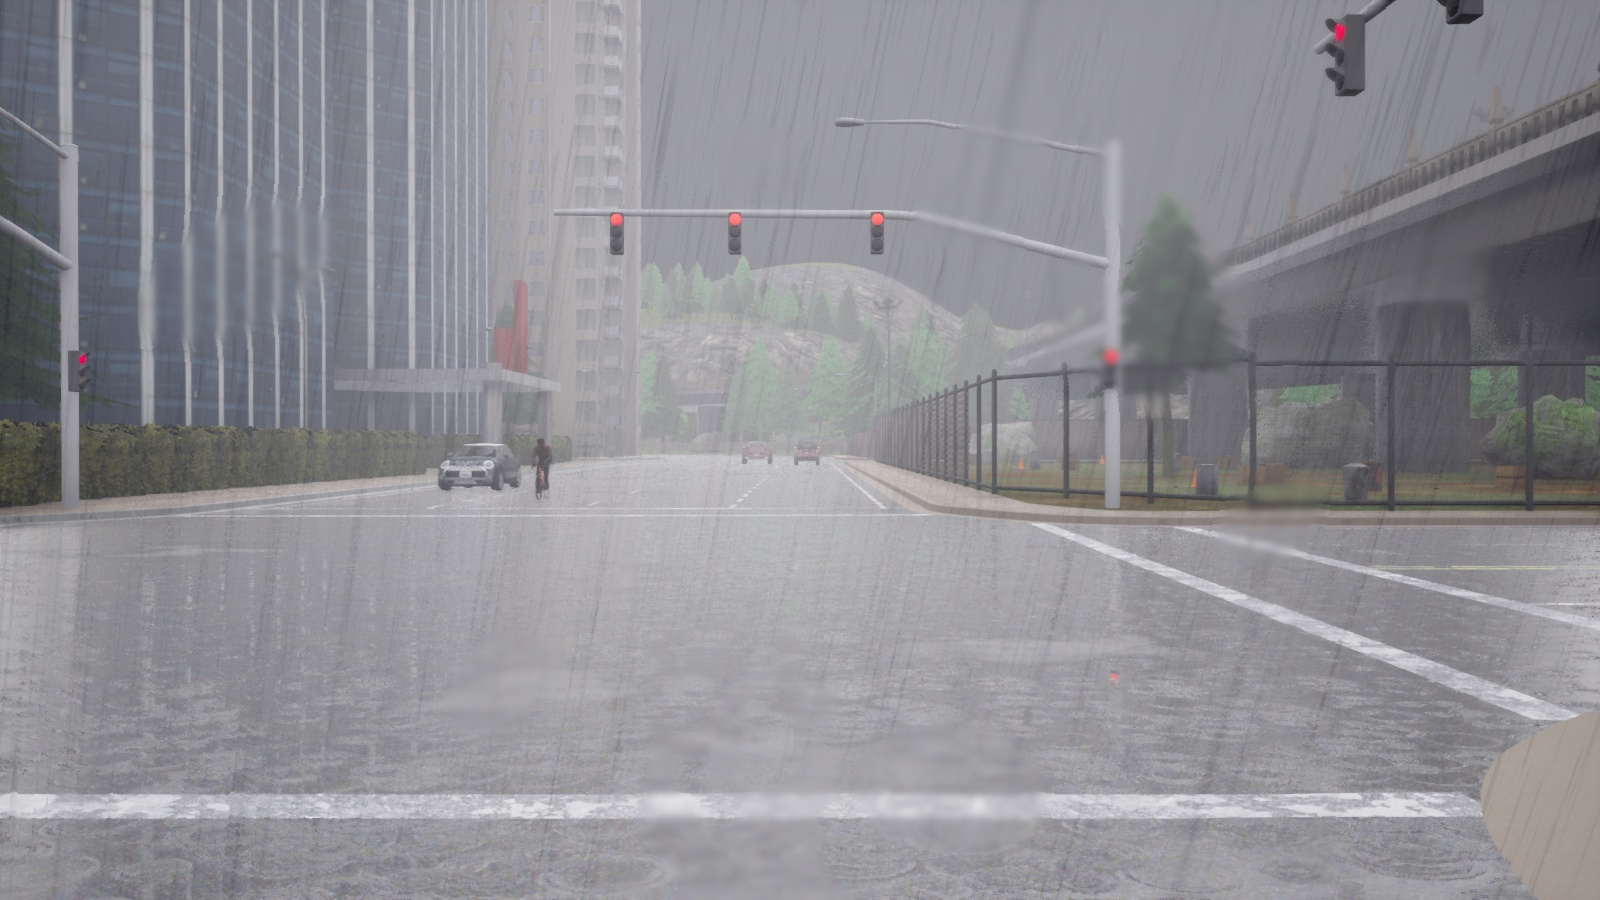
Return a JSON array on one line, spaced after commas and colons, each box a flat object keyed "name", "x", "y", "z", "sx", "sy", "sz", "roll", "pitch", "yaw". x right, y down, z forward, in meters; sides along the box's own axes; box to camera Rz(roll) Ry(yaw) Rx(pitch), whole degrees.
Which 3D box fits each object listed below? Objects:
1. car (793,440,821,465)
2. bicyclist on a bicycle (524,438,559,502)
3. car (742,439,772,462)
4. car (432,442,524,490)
[{"name": "car", "x": 0.474, "y": 0.158, "z": 86.290, "sx": 1.851, "sy": 1.617, "sz": 3.988, "roll": 0, "pitch": 0, "yaw": 0}, {"name": "bicyclist on a bicycle", "x": -6.813, "y": 0.507, "z": 33.137, "sx": 0.582, "sy": 1.620, "sz": 1.656, "roll": 0, "pitch": 1, "yaw": 0}, {"name": "car", "x": -3.075, "y": 0.011, "z": 90.635, "sx": 2.152, "sy": 1.651, "sz": 5.027, "roll": 0, "pitch": 0, "yaw": -1}, {"name": "car", "x": -10.274, "y": 0.476, "z": 40.331, "sx": 1.970, "sy": 1.475, "sz": 3.806, "roll": 0, "pitch": 0, "yaw": 0}]
